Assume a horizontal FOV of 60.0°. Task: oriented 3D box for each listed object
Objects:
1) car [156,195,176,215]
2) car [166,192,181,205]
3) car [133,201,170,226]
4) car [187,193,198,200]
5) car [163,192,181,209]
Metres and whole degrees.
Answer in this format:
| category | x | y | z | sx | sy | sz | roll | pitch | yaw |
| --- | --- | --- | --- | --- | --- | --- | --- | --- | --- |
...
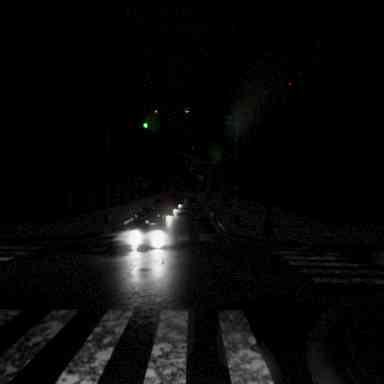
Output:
| category | x | y | z | sx | sy | sz | roll | pitch | yaw |
| --- | --- | --- | --- | --- | --- | --- | --- | --- | --- |
| car | -2.845 | 1.385 | 32.628 | 1.837 | 1.490 | 4.892 | 0 | 1 | 0 |
| car | -2.796 | 0.990 | 52.338 | 2.097 | 1.767 | 4.553 | 0 | 1 | 0 |
| car | -2.847 | 1.570 | 23.257 | 1.895 | 1.301 | 4.718 | 0 | 0 | 0 |
| car | 0.113 | 0.846 | 67.813 | 1.882 | 1.535 | 5.008 | 0 | 1 | 0 |
| car | -2.836 | 0.994 | 42.485 | 2.150 | 2.045 | 5.566 | 0 | 1 | 0 |
